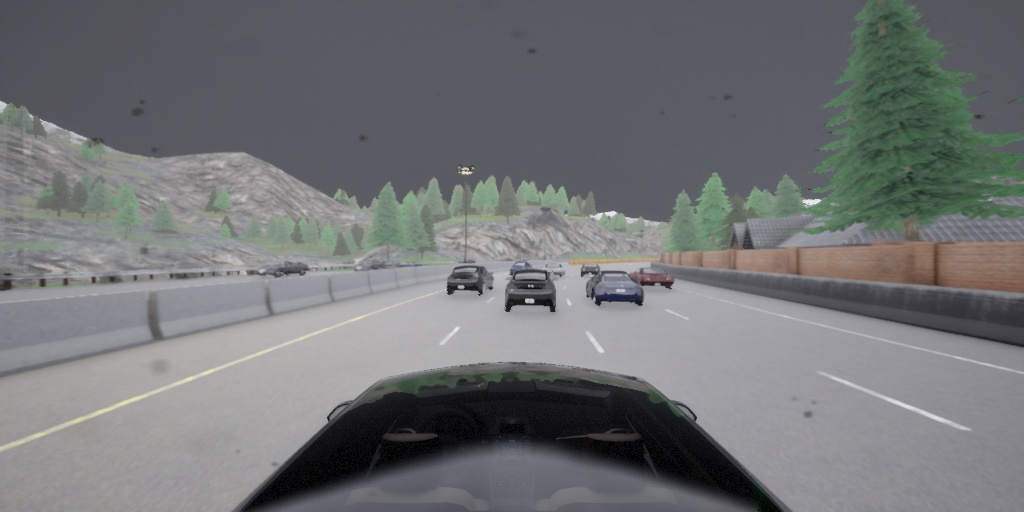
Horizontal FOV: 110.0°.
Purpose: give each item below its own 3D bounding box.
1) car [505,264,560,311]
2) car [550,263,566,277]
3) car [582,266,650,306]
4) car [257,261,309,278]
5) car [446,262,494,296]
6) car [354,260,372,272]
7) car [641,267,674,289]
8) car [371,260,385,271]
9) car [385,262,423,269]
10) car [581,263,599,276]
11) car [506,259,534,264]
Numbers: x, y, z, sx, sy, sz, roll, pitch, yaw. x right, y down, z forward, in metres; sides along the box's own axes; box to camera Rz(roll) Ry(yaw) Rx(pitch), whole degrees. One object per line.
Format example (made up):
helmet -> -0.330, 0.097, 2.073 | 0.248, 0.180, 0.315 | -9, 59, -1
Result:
car -> 0.791, 1.263, 14.435 | 1.837, 1.490, 4.892 | 0, 0, 5
car -> 4.272, 1.375, 35.852 | 1.895, 1.301, 4.718 | 1, 0, 13
car -> 4.476, 1.333, 16.088 | 1.994, 1.385, 4.181 | 0, 0, 6
car -> -21.388, 1.195, 33.679 | 2.128, 1.511, 4.902 | 0, 0, 11
car -> -2.175, 1.256, 19.633 | 1.837, 1.490, 4.892 | 0, 0, 7
car -> -16.141, 1.213, 41.430 | 2.128, 1.511, 4.902 | 0, 0, 14
car -> 8.903, 1.386, 23.287 | 1.895, 1.301, 4.718 | 0, 0, 9
car -> -13.033, 1.293, 39.361 | 1.994, 1.385, 4.181 | 0, 0, 13
car -> -10.286, 1.300, 35.686 | 1.994, 1.385, 4.181 | 0, 0, 13
car -> 8.127, 1.390, 36.920 | 1.895, 1.301, 4.718 | 0, 0, 14
car -> 1.034, 1.294, 37.274 | 1.812, 1.442, 4.674 | 0, 0, 13
